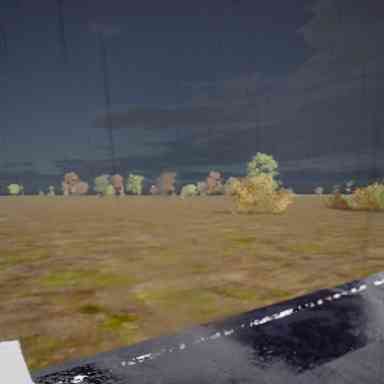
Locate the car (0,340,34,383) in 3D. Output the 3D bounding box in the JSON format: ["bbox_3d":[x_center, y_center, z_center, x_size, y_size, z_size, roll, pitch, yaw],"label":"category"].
[{"bbox_3d":[-3.103,1.610,1.222,4.718,1.301,1.895,0,-1,-34],"label":"car"}]
